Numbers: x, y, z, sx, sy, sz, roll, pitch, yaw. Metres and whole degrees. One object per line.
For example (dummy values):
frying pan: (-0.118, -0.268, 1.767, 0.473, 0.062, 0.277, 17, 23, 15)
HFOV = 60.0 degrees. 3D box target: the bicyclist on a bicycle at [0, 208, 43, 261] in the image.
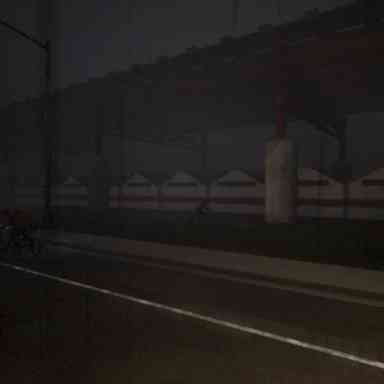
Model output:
bicyclist on a bicycle: (-5.591, 1.351, 10.261, 1.656, 1.620, 0.582, 0, -8, -21)

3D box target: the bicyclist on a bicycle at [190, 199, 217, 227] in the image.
bicyclist on a bicycle: (0.695, 1.244, 19.540, 1.656, 1.620, 0.582, 2, 0, -10)

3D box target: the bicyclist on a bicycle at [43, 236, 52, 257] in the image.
bicyclist on a bicycle: (-5.369, 1.339, 10.630, 1.656, 1.620, 0.582, -3, 2, -15)
